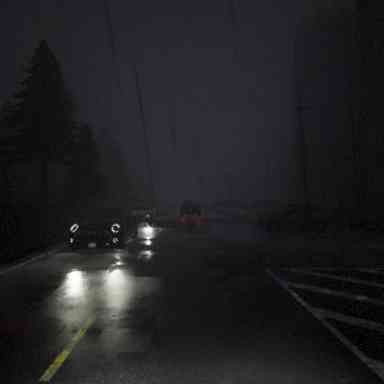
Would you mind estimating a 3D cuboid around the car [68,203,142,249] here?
[{"bbox_3d":[-3.698,1.379,14.512,2.097,1.767,4.553,0,0,0],"label":"car"}]

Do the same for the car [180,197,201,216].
[{"bbox_3d":[-0.146,1.538,33.465,1.882,1.535,5.008,0,0,-1],"label":"car"}]

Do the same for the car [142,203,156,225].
[{"bbox_3d":[-3.677,1.570,24.378,1.812,1.442,4.674,0,0,0],"label":"car"}]

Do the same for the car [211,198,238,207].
[{"bbox_3d":[5.162,1.646,52.851,4.181,1.381,1.994,0,0,-1],"label":"car"}]

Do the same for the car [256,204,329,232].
[{"bbox_3d":[5.902,1.519,19.847,3.988,1.617,1.851,0,0,-1],"label":"car"}]
